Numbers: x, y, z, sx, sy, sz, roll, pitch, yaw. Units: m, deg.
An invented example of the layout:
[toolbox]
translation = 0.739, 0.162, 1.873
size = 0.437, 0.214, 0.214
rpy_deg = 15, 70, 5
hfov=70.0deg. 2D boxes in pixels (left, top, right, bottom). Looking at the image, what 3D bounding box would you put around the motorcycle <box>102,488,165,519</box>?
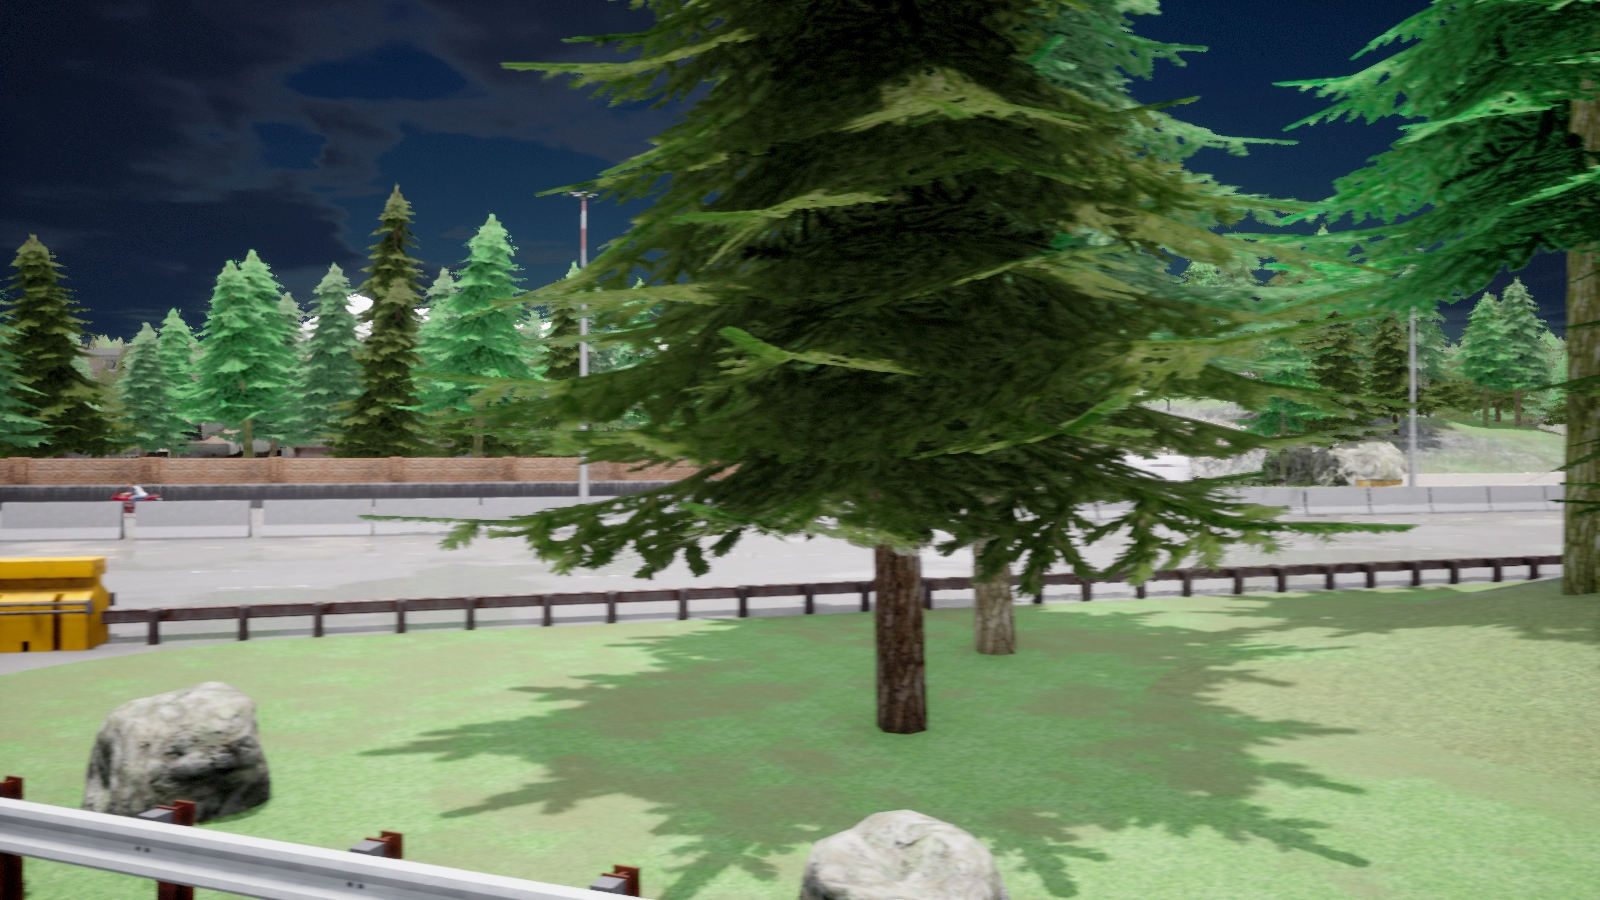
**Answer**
[motorcycle]
translation = -27.101, 2.173, 46.479
size = 2.033, 1.217, 0.803
rpy_deg = 0, -2, -12
